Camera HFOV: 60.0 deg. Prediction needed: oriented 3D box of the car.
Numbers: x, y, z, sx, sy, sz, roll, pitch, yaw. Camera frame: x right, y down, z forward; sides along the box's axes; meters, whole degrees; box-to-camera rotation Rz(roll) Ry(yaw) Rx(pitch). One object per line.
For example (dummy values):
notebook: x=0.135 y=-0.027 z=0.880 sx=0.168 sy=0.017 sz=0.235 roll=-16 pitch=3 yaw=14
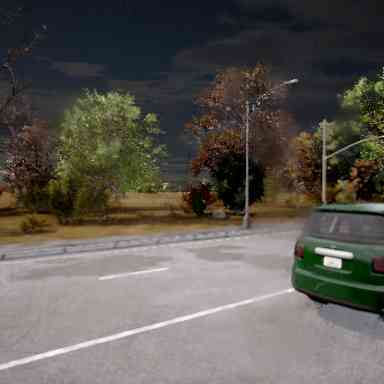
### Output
car: x=4.443 y=1.231 z=6.919 sx=5.566 sy=2.045 sz=2.150 roll=0 pitch=0 yaw=-36
